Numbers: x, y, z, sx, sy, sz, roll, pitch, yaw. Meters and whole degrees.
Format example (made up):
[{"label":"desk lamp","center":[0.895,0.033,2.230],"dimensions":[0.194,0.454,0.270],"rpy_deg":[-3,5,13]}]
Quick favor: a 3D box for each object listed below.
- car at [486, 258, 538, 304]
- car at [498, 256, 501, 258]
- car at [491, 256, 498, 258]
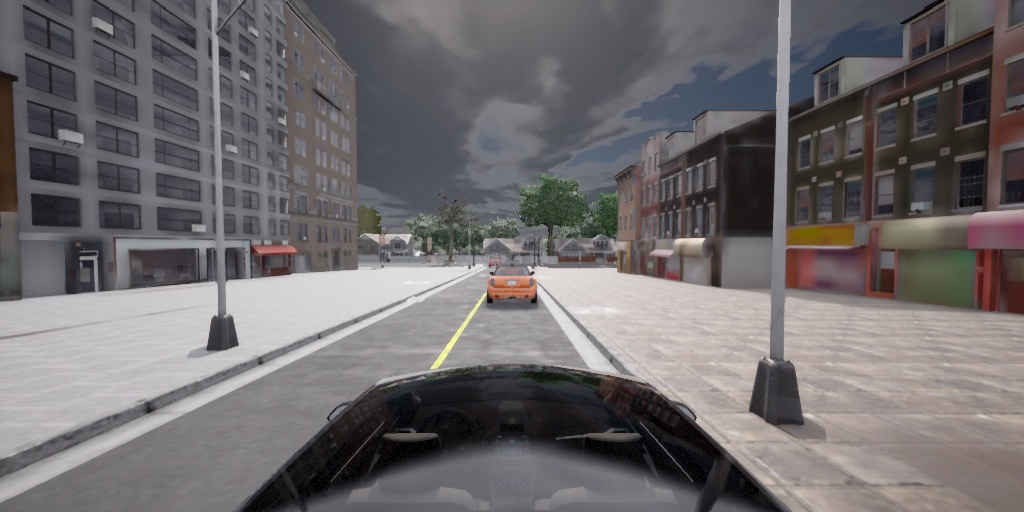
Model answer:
[{"label":"car","center":[0.000,1.106,16.477],"dimensions":[2.097,1.767,4.553],"rpy_deg":[0,0,0]},{"label":"car","center":[0.001,1.093,31.484],"dimensions":[2.097,1.767,4.553],"rpy_deg":[0,0,0]},{"label":"car","center":[-2.736,1.005,60.553],"dimensions":[2.150,2.045,5.566],"rpy_deg":[1,0,0]}]
